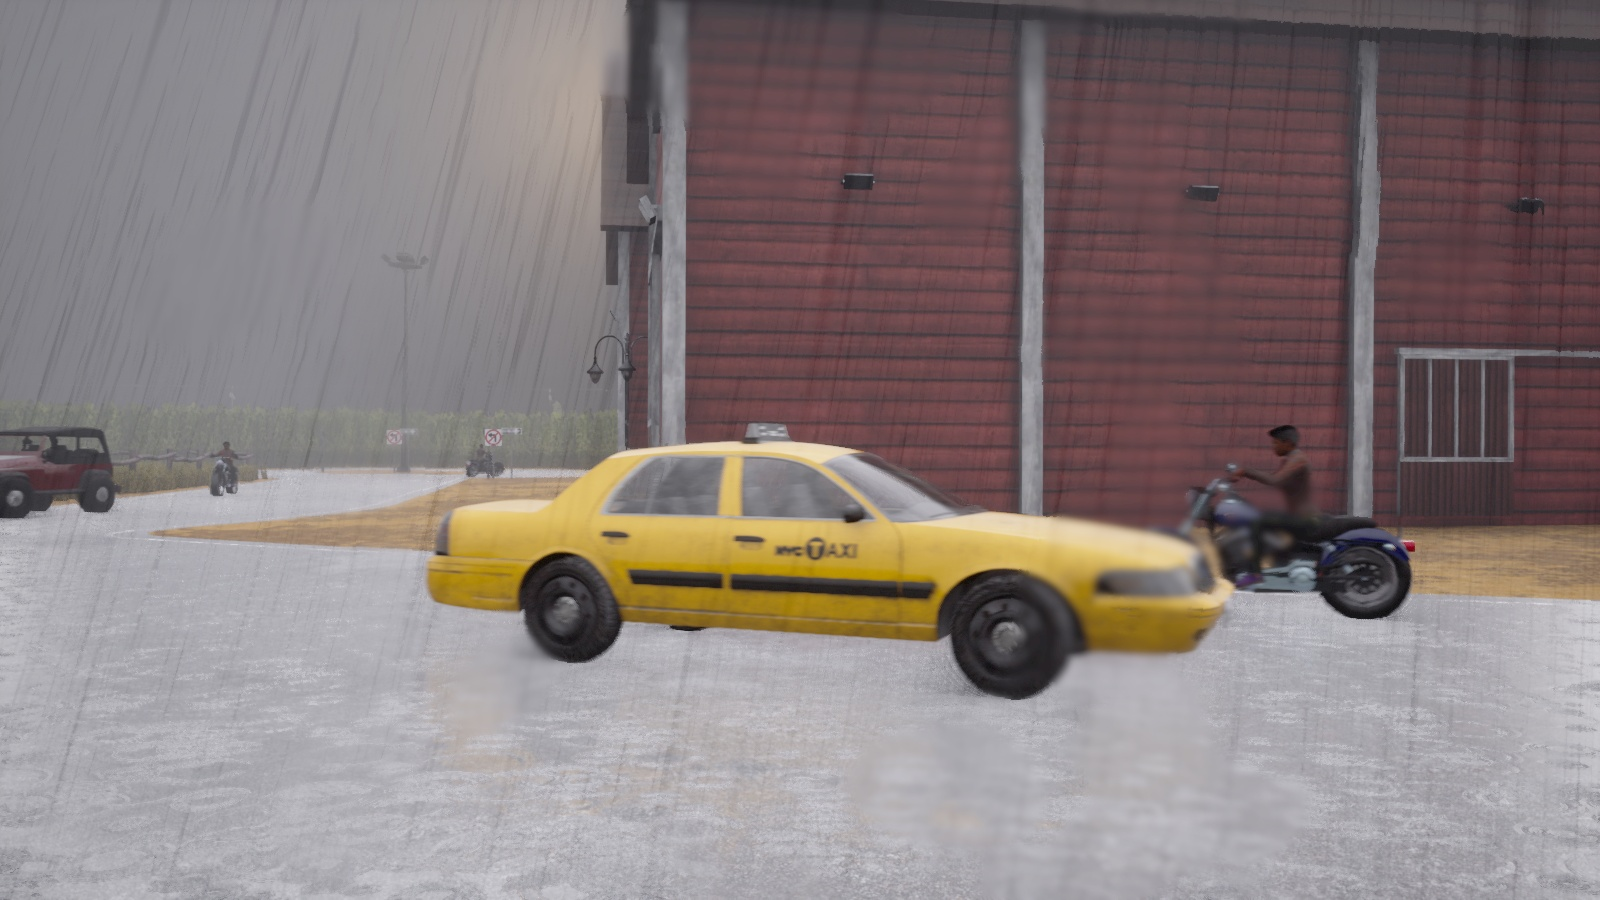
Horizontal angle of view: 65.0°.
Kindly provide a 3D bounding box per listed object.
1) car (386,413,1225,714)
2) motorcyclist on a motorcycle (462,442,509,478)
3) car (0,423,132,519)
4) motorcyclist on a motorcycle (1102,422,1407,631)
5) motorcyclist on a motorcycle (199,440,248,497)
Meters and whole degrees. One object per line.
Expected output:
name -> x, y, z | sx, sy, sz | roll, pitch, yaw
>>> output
car -> -0.047, 0.585, 8.453 | 5.366, 1.575, 1.801 | 0, 0, 24
motorcyclist on a motorcycle -> -15.069, 0.476, 60.240 | 0.766, 1.649, 2.350 | 1, 0, 30
car -> -16.274, 0.396, 26.371 | 1.905, 1.878, 3.866 | 1, 0, 12
motorcyclist on a motorcycle -> 3.814, 0.604, 10.663 | 2.350, 1.649, 0.766 | 0, 0, 21
motorcyclist on a motorcycle -> -16.996, 0.521, 37.055 | 0.766, 1.649, 2.350 | 0, 1, -11
